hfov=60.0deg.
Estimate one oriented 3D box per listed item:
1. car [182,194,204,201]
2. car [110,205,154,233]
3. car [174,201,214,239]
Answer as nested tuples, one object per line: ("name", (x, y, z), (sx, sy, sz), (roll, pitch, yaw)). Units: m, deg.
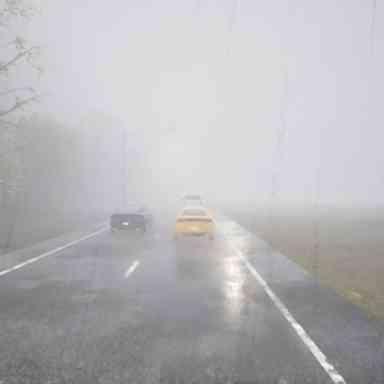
("car", (0.083, 1.227, 36.362), (2.150, 2.045, 5.566), (0, 0, 0))
("car", (-3.409, 1.480, 19.621), (1.882, 1.535, 5.008), (0, 0, 0))
("car", (0.102, 1.479, 17.229), (1.882, 1.535, 5.008), (0, 0, 0))
